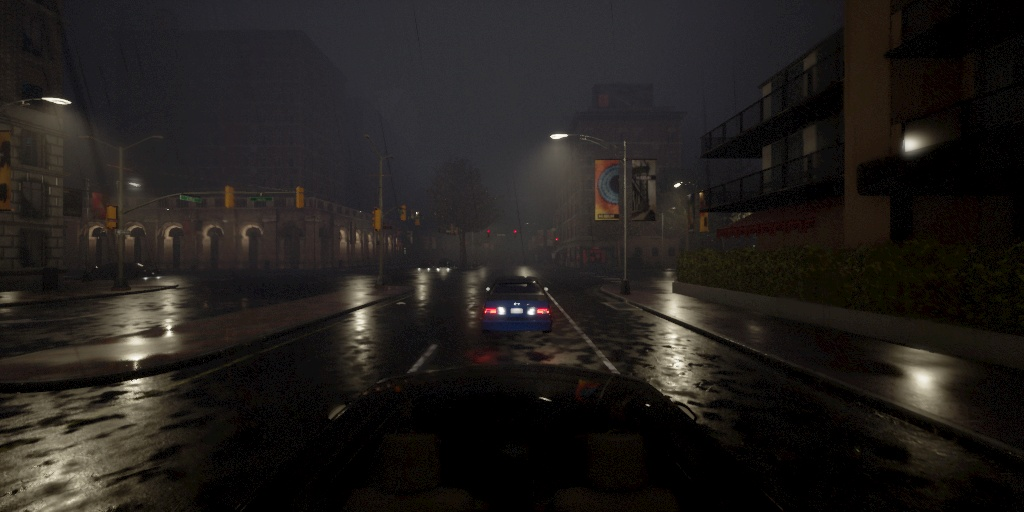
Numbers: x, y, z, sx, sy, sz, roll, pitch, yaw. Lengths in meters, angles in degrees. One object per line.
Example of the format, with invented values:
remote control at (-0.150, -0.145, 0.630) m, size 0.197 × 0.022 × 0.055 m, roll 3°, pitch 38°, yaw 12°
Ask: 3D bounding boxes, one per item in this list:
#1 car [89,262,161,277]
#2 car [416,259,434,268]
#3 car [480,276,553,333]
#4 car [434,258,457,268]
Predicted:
car at (-37.185, 1.297, 34.512) m, size 5.357 × 1.411 × 2.033 m, roll 0°, pitch 0°, yaw 0°
car at (-14.516, 1.228, 61.705) m, size 1.882 × 1.535 × 5.008 m, roll 0°, pitch 0°, yaw 1°
car at (0.146, 1.297, 10.685) m, size 2.033 × 1.411 × 5.357 m, roll 0°, pitch 0°, yaw 1°
car at (-11.049, 1.102, 59.636) m, size 2.097 × 1.767 × 4.553 m, roll 0°, pitch 0°, yaw 1°
